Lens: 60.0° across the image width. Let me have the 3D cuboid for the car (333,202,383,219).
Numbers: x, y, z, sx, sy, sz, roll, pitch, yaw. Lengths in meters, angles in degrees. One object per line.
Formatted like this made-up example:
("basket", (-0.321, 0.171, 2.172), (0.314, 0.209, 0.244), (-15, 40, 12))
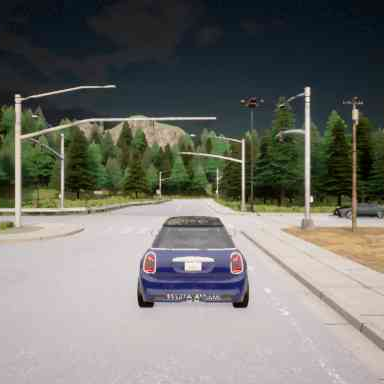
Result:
("car", (14.499, 1.591, 28.718), (4.181, 1.385, 1.994), (0, 0, 1))

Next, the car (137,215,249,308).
("car", (0.037, 1.348, 8.090), (2.097, 1.767, 4.553), (0, 0, 0))
